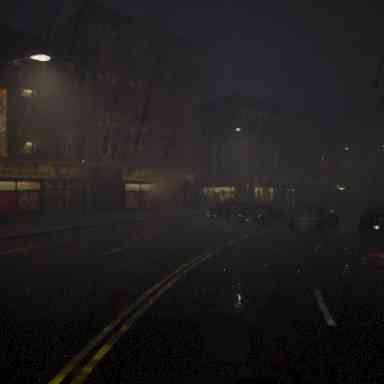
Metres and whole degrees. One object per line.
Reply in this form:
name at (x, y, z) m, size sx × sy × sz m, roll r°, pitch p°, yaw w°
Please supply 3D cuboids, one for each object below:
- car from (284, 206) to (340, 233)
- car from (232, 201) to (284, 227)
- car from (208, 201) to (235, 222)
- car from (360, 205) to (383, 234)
car at (7.297, 1.538, 19.629) m, size 1.994 × 1.385 × 4.181 m, roll 0°, pitch 0°, yaw 36°
car at (4.944, 1.487, 22.659) m, size 1.812 × 1.442 × 4.674 m, roll 0°, pitch 0°, yaw 40°
car at (3.213, 1.453, 25.972) m, size 1.837 × 1.490 × 4.892 m, roll 0°, pitch 0°, yaw 41°
car at (10.638, 1.491, 18.370) m, size 1.837 × 1.490 × 4.892 m, roll -1°, pitch 0°, yaw 38°
